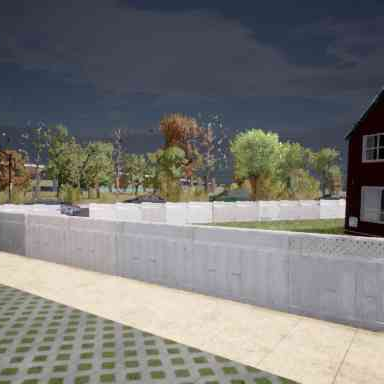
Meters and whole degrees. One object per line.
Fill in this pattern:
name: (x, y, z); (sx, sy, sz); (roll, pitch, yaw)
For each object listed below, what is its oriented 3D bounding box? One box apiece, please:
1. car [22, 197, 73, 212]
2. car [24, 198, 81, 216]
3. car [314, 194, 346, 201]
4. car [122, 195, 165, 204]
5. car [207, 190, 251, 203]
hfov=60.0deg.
car: (-14.966, 1.260, 34.635); (4.718, 1.301, 1.895); (0, 2, -18)
car: (-12.295, 1.429, 28.467); (5.357, 1.411, 2.033); (0, 2, -18)
car: (19.078, 0.978, 45.916); (4.674, 1.442, 1.812); (0, 2, -18)
car: (-5.479, 1.092, 37.804); (4.892, 1.490, 1.837); (0, 2, -19)
car: (4.658, 0.737, 41.177); (5.566, 2.045, 2.150); (-1, 2, -18)
